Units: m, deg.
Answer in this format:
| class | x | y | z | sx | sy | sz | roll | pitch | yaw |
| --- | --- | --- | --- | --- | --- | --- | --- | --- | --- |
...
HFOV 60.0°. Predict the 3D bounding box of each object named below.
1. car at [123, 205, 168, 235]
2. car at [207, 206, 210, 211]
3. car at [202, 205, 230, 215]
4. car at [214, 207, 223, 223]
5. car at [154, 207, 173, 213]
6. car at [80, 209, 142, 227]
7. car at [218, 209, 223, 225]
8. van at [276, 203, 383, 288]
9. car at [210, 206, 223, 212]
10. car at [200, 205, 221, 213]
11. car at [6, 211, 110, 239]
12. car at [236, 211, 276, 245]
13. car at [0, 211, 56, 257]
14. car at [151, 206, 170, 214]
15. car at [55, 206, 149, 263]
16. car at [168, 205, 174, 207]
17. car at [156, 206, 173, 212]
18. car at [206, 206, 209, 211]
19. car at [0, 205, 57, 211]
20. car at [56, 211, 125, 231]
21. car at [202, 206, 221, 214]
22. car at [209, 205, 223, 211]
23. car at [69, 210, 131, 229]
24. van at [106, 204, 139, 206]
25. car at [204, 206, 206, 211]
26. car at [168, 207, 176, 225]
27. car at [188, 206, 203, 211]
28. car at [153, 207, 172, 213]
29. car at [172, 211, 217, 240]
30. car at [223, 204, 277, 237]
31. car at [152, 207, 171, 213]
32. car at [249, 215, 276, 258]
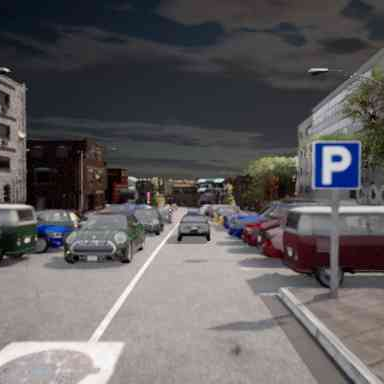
| class | x | y | z | sx | sy | sz | roll | pitch | yaw |
| --- | --- | --- | --- | --- | --- | --- | --- | --- | --- |
| car | -3.062 | 1.932 | 22.721 | 2.097 | 1.767 | 4.553 | 0 | -2 | 0 |
| car | 4.708 | 2.886 | 42.301 | 4.892 | 1.521 | 2.231 | 0 | -2 | 0 |
| car | 4.791 | 3.658 | 67.434 | 5.566 | 2.045 | 2.435 | 0 | -2 | 0 |
| car | 4.873 | 2.314 | 28.344 | 5.366 | 1.575 | 1.946 | 0 | -2 | 0 |
| car | -7.556 | 4.759 | 88.614 | 4.792 | 1.488 | 2.163 | 0 | -2 | 0 |
| car | -7.452 | 2.380 | 31.012 | 5.366 | 1.575 | 1.946 | 0 | -2 | 0 |
| car | 4.711 | 2.232 | 25.552 | 4.792 | 1.488 | 2.163 | 0 | -2 | 0 |
| van | 4.767 | 1.363 | 8.836 | 4.442 | 1.987 | 1.878 | 0 | -2 | 0 |
| car | 4.883 | 2.542 | 33.927 | 5.366 | 1.575 | 1.946 | 0 | -2 | 0 |
| car | 4.772 | 4.454 | 86.972 | 5.566 | 2.045 | 2.435 | 0 | -2 | 0 |
| car | -7.844 | 1.924 | 19.858 | 5.366 | 1.575 | 1.946 | 0 | -2 | 0 |
| car | 4.660 | 1.754 | 14.447 | 5.008 | 1.535 | 2.097 | 0 | -2 | 0 |
| car | -7.675 | 1.700 | 14.154 | 5.008 | 1.535 | 2.097 | 0 | -2 | 0 |
| car | -7.512 | 4.240 | 79.687 | 4.553 | 1.767 | 2.185 | 0 | -2 | 0 |
| car | -3.088 | 1.536 | 12.569 | 2.097 | 1.767 | 4.553 | 0 | -2 | 0 |
| car | -7.577 | 4.000 | 76.882 | 5.566 | 2.045 | 2.435 | 0 | -2 | 0 |
| car | -7.552 | 4.724 | 91.556 | 4.553 | 1.767 | 2.185 | 0 | -2 | 0 |
| car | 4.725 | 3.000 | 45.093 | 4.892 | 1.521 | 2.231 | 0 | -2 | 0 |
| car | -7.633 | 1.683 | 16.946 | 4.553 | 1.767 | 2.185 | 0 | -2 | 0 |
| car | -7.645 | 2.195 | 25.432 | 4.674 | 1.452 | 2.002 | 0 | -2 | 0 |
| car | 4.821 | 4.358 | 81.509 | 4.553 | 1.767 | 2.185 | 0 | -2 | 0 |
| car | 4.677 | 2.646 | 39.517 | 4.553 | 1.767 | 2.185 | 0 | -2 | 0 |
| car | -7.641 | 2.303 | 28.097 | 4.674 | 1.452 | 2.002 | 0 | -2 | 0 |
| van | -7.743 | 2.378 | 36.474 | 4.442 | 1.987 | 1.878 | 0 | -2 | 0 |
| car | 4.725 | 3.231 | 50.800 | 5.008 | 1.535 | 2.097 | 0 | -2 | 0 |
| car | -3.000 | 2.571 | 34.600 | 1.837 | 1.490 | 4.892 | 0 | -3 | 1 |
| car | 0.174 | 3.095 | 47.907 | 1.882 | 1.535 | 5.008 | 0 | -2 | 0 |
| car | -7.530 | 4.650 | 85.676 | 4.674 | 1.452 | 2.002 | 0 | -2 | 0 |
| car | 0.118 | 2.014 | 19.666 | 2.033 | 1.411 | 5.357 | 0 | -2 | 0 |
| car | 4.638 | 1.610 | 17.189 | 5.566 | 2.045 | 2.435 | 0 | -2 | 0 |
| car | -7.536 | 4.525 | 82.616 | 4.674 | 1.452 | 2.002 | 0 | -2 | 0 |
| car | 4.684 | 1.689 | 11.615 | 4.792 | 1.488 | 2.163 | 0 | -2 | 0 |
